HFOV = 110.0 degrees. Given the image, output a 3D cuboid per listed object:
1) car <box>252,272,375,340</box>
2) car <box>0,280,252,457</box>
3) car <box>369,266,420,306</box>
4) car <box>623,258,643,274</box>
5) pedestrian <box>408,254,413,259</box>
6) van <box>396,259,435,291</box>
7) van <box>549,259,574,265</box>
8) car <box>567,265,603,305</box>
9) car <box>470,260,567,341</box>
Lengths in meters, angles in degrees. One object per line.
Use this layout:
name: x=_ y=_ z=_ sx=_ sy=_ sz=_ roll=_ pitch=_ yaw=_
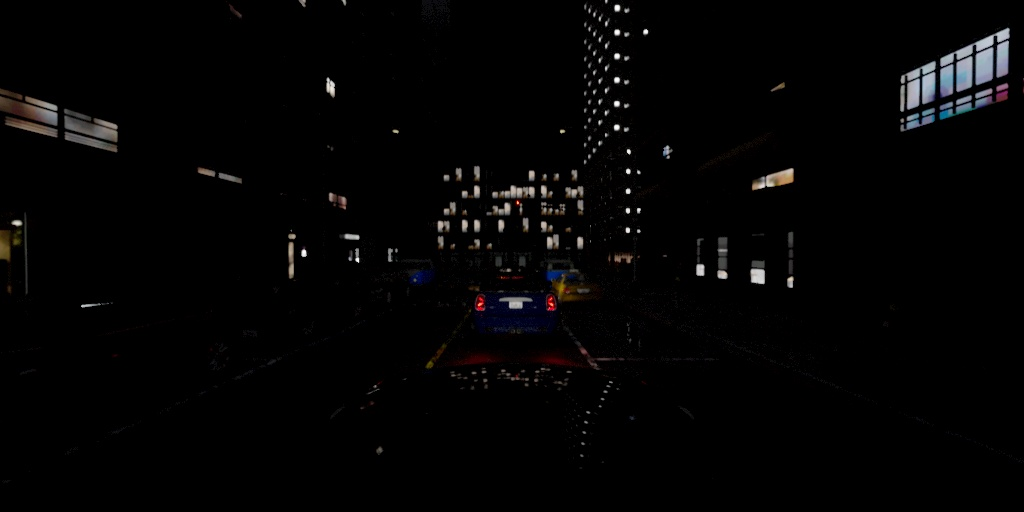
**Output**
car: x=-5.691 y=1.312 z=9.972 sx=1.948 sy=1.339 sz=4.313 roll=0 pitch=0 yaw=0
car: x=-5.691 y=1.189 z=4.371 sx=1.967 sy=1.591 sz=4.097 roll=0 pitch=0 yaw=0
car: x=-5.691 y=1.295 z=15.574 sx=2.007 sy=1.370 sz=4.403 roll=0 pitch=0 yaw=0
car: x=15.232 y=1.080 z=40.487 sx=5.009 sy=1.841 sz=2.192 roll=0 pitch=0 yaw=0
pedestrian: x=-12.394 y=0.627 z=43.577 sx=0.375 sy=1.860 sz=0.375 roll=0 pitch=1 yaw=0
van: x=-5.692 y=1.083 z=21.176 sx=1.690 sy=1.789 sz=3.998 roll=0 pitch=0 yaw=0
van: x=2.689 y=1.083 z=21.148 sx=1.690 sy=1.789 sz=3.998 roll=0 pitch=0 yaw=0
car: x=2.690 y=1.269 z=15.716 sx=1.751 sy=1.417 sz=4.829 roll=0 pitch=0 yaw=0
car: x=0.085 y=1.098 z=10.014 sx=2.097 sy=1.767 sz=4.553 roll=0 pitch=0 yaw=0
